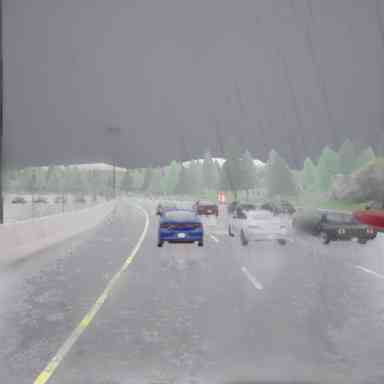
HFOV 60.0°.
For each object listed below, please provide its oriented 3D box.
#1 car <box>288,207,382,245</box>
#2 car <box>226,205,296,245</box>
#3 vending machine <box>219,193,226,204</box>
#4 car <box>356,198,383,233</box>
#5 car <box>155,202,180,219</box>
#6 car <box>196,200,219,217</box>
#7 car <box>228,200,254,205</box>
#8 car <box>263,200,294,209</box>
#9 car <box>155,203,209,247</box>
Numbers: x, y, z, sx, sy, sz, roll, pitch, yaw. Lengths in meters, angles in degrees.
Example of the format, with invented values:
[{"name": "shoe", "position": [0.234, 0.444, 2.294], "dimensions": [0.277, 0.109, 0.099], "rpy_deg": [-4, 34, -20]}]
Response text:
[{"name": "car", "position": [6.395, 1.616, 15.617], "dimensions": [1.895, 1.301, 4.718], "rpy_deg": [0, 0, -4]}, {"name": "car", "position": [2.908, 1.533, 15.323], "dimensions": [1.812, 1.442, 4.674], "rpy_deg": [0, 0, -4]}, {"name": "vending machine", "position": [5.819, 1.194, 64.137], "dimensions": [1.100, 2.100, 0.880], "rpy_deg": [0, 0, -17]}, {"name": "car", "position": [9.885, 1.258, 15.881], "dimensions": [2.150, 2.045, 5.566], "rpy_deg": [0, 0, -4]}, {"name": "car", "position": [-2.326, 1.616, 30.382], "dimensions": [1.895, 1.301, 4.718], "rpy_deg": [0, 0, -9]}, {"name": "car", "position": [1.138, 1.485, 30.878], "dimensions": [1.882, 1.535, 5.008], "rpy_deg": [0, 0, -9]}, {"name": "car", "position": [4.598, 1.516, 31.405], "dimensions": [1.837, 1.490, 4.892], "rpy_deg": [0, 0, -9]}, {"name": "car", "position": [8.059, 1.495, 31.931], "dimensions": [2.128, 1.511, 4.902], "rpy_deg": [0, 0, -9]}, {"name": "car", "position": [-0.582, 1.485, 15.058], "dimensions": [1.882, 1.535, 5.008], "rpy_deg": [0, 0, -4]}]
